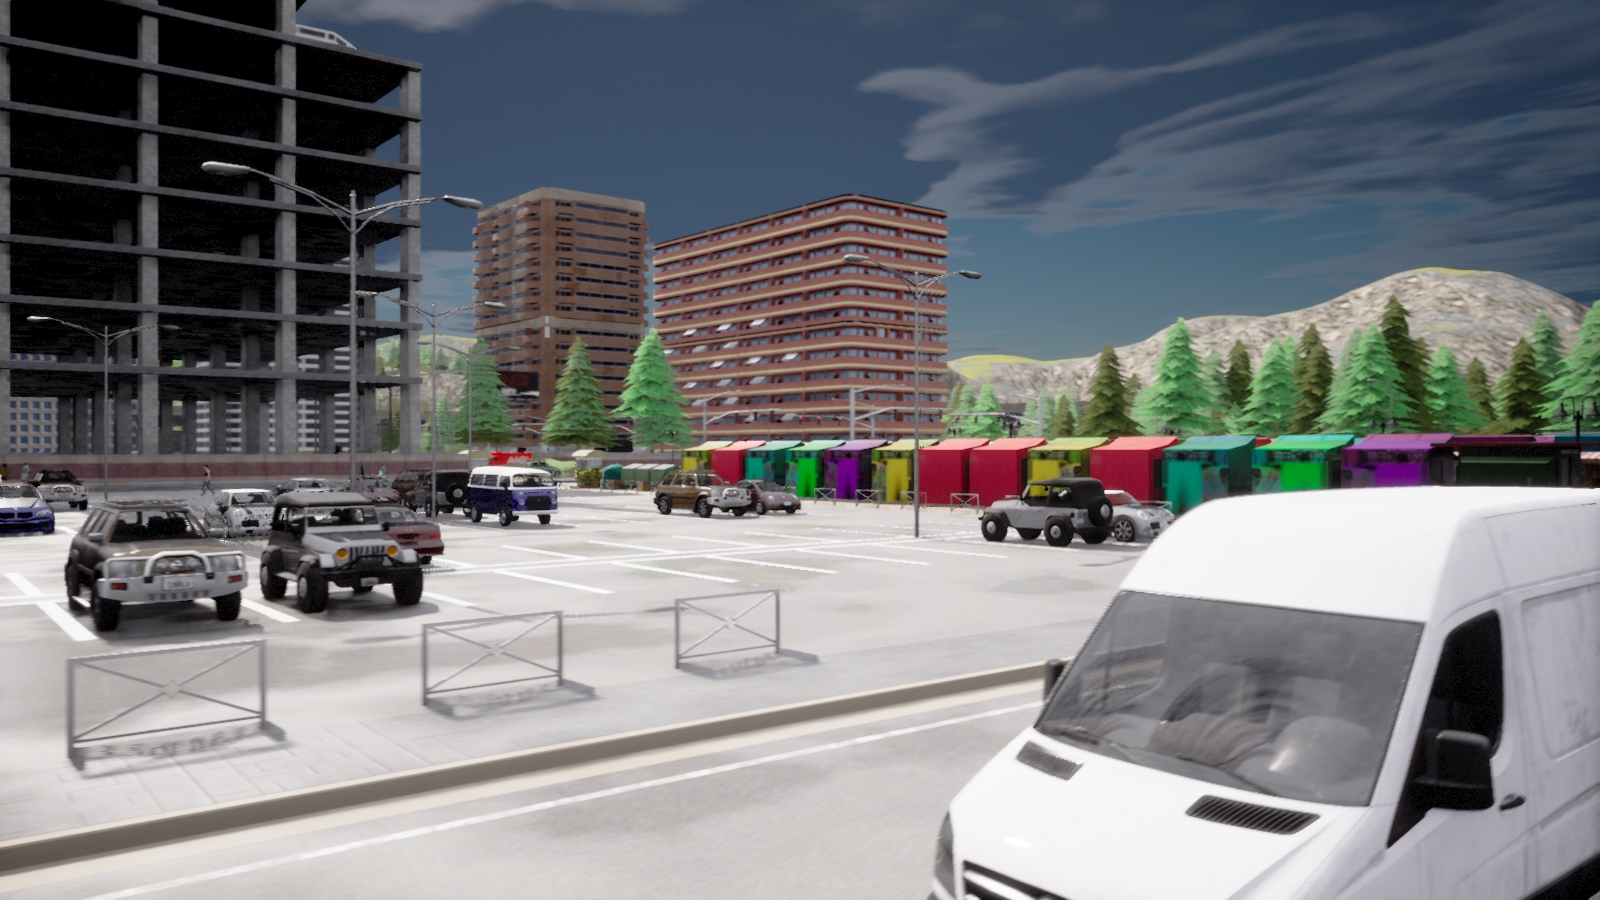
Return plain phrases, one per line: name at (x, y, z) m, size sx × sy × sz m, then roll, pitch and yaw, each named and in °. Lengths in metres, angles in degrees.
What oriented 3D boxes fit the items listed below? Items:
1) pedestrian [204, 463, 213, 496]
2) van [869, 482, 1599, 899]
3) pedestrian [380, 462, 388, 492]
pedestrian at (-33.575, 1.681, 64.871) m, size 0.375 × 1.860 × 0.375 m, roll 0°, pitch 0°, yaw -42°
van at (3.276, 1.536, 6.477) m, size 5.915 × 2.561 × 1.988 m, roll 0°, pitch 0°, yaw -38°
pedestrian at (-25.786, 1.678, 70.826) m, size 0.375 × 1.860 × 0.375 m, roll 0°, pitch 0°, yaw -42°
